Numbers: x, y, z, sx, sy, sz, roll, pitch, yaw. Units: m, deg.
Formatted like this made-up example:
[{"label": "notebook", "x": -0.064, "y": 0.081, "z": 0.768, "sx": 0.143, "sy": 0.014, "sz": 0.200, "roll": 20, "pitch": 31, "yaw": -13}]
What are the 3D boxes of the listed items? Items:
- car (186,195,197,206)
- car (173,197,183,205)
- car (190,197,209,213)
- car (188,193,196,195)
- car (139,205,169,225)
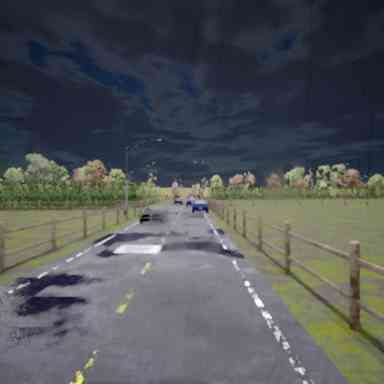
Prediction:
[{"label": "car", "x": -0.008, "y": 1.707, "z": 58.215, "sx": 1.882, "sy": 1.535, "sz": 5.008, "roll": 0, "pitch": 0, "yaw": 0}, {"label": "car", "x": -2.760, "y": 1.798, "z": 67.259, "sx": 2.033, "sy": 1.411, "sz": 5.357, "roll": 0, "pitch": 0, "yaw": 0}, {"label": "car", "x": 0.957, "y": 1.641, "z": 39.340, "sx": 1.882, "sy": 1.535, "sz": 5.008, "roll": 0, "pitch": 0, "yaw": 0}, {"label": "car", "x": -0.009, "y": 1.316, "z": 75.227, "sx": 2.150, "sy": 2.045, "sz": 5.566, "roll": 0, "pitch": 0, "yaw": 0}, {"label": "car", "x": -2.853, "y": 1.710, "z": 25.455, "sx": 1.895, "sy": 1.301, "sz": 4.718, "roll": 0, "pitch": 0, "yaw": 0}]
